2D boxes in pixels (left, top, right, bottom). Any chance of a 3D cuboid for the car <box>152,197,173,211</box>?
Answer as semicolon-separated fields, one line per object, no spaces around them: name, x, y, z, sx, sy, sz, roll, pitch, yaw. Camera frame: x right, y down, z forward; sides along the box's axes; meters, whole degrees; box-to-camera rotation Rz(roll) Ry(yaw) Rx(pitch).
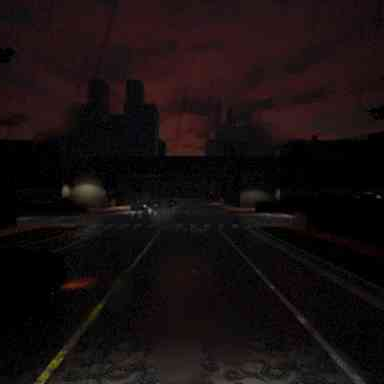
car;-4.557;1.959;51.312;2.097;1.767;4.553;0;-1;-1

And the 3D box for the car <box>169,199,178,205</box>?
car;-4.707;2.528;83.905;1.994;1.385;4.181;0;-1;0

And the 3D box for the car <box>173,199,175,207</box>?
car;-4.591;2.236;60.301;1.812;1.442;4.674;0;-1;0

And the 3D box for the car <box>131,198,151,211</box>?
car;-8.118;2.103;51.481;2.128;1.511;4.902;0;-1;1

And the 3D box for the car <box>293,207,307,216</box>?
car;14.069;1.937;36.880;4.892;1.490;1.837;0;-1;-3

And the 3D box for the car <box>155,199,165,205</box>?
car;-8.220;2.533;85.879;2.033;1.411;5.357;0;-1;0

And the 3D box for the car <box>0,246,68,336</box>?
car;-3.676;1.610;5.125;2.033;1.411;5.357;0;-1;0

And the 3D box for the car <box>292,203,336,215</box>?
car;14.783;2.072;40.475;4.718;1.301;1.895;0;-1;0

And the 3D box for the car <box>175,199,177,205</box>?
car;-4.617;2.326;70.420;1.837;1.490;4.892;0;-1;0
